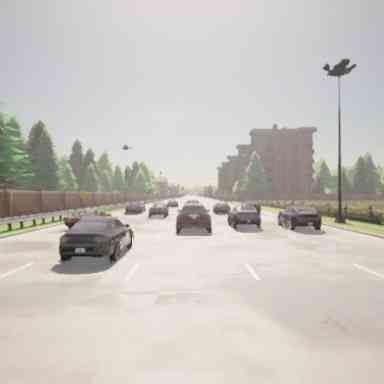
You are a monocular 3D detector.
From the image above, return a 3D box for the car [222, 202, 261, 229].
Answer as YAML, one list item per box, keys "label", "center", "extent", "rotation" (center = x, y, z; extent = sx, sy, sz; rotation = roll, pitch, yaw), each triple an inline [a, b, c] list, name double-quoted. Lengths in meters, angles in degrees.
- label: "car"
  center: [3.603, 1.691, 23.498]
  extent: [2.128, 1.511, 4.902]
  rotation: [0, 0, 0]

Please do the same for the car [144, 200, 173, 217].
- label: "car"
  center: [-3.396, 1.842, 34.691]
  extent: [2.033, 1.411, 5.357]
  rotation: [0, 0, 0]

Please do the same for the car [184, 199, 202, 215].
- label: "car"
  center: [0.105, 1.690, 39.915]
  extent: [2.097, 1.767, 4.553]
  rotation: [0, 0, 0]

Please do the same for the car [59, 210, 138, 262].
- label: "car"
  center: [-3.411, 1.632, 12.432]
  extent: [1.812, 1.442, 4.674]
  rotation: [0, -1, 0]

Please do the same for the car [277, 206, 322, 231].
- label: "car"
  center: [7.103, 1.695, 22.386]
  extent: [1.837, 1.490, 4.892]
  rotation: [0, 0, 0]

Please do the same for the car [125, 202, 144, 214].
- label: "car"
  center: [-6.894, 1.911, 40.938]
  extent: [1.994, 1.385, 4.181]
  rotation: [0, 0, 0]

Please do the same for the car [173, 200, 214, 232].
- label: "car"
  center: [0.103, 1.535, 21.502]
  extent: [2.097, 1.767, 4.553]
  rotation: [0, 0, 0]

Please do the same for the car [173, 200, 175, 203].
- label: "car"
  center: [-3.434, 2.071, 59.779]
  extent: [1.994, 1.385, 4.181]
  rotation: [0, 0, 0]

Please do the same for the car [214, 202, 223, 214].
- label: "car"
  center: [3.605, 1.910, 40.820]
  extent: [1.994, 1.385, 4.181]
  rotation: [0, 0, 0]

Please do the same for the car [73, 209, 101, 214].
- label: "car"
  center: [-6.897, 1.793, 22.566]
  extent: [1.895, 1.301, 4.718]
  rotation: [0, 0, 0]
